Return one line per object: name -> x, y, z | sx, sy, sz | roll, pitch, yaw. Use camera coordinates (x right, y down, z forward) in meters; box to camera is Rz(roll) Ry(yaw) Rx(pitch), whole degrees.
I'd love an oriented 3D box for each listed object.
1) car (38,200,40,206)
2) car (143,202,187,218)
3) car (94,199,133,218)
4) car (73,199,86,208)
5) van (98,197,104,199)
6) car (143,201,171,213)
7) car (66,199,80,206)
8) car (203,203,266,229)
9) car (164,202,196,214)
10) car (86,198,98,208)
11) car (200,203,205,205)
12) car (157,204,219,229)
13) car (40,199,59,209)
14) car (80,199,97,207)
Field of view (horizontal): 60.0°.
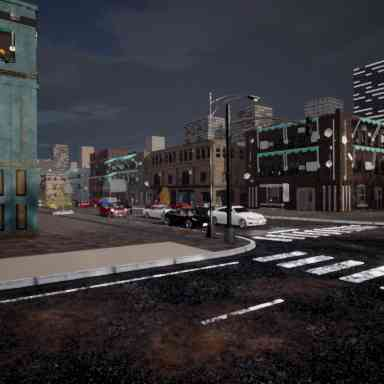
car -> -30.889, 2.375, 66.721 | 2.008, 1.369, 4.403 | -1, 0, -36
car -> -2.860, 1.914, 31.967 | 1.895, 1.301, 4.718 | -1, 0, -36
car -> -8.365, 1.846, 35.196 | 1.967, 1.590, 4.097 | -1, 0, -36
car -> -20.578, 2.230, 62.263 | 1.994, 1.385, 4.181 | -1, 0, -36
van -> -14.422, 1.906, 58.083 | 1.690, 1.788, 3.998 | -1, 0, -36
car -> -4.762, 1.965, 44.573 | 1.802, 1.307, 4.206 | -2, 0, -36
car -> -27.289, 2.363, 76.098 | 1.947, 1.339, 4.313 | -1, 0, -36
car -> 3.098, 1.721, 23.680 | 1.812, 1.442, 4.674 | -1, 0, -37
car -> -1.545, 1.903, 40.070 | 1.802, 1.307, 4.206 | -2, 0, -36
car -> -17.641, 1.939, 62.587 | 2.192, 1.841, 5.009 | -1, 0, -36
car -> 1.673, 1.809, 35.566 | 2.008, 1.369, 4.403 | -2, 0, -36
car -> -0.393, 1.814, 23.835 | 1.947, 1.339, 4.313 | -2, 0, -36
car -> -24.354, 2.232, 57.575 | 1.752, 1.417, 4.829 | -1, 0, -36
car -> -20.854, 2.227, 67.091 | 1.887, 1.381, 4.507 | -1, 0, -36
